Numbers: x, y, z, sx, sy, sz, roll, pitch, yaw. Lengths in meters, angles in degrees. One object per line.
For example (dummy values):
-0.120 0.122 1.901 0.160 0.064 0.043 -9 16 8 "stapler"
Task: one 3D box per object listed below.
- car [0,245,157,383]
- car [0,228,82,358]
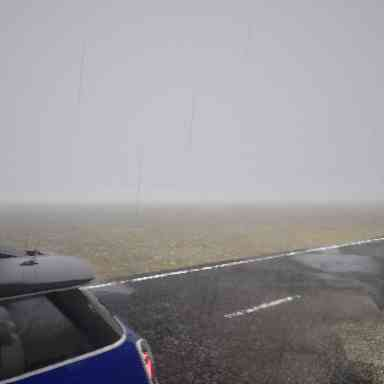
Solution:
-2.456 1.351 1.934 4.553 1.767 2.097 0 0 -35 "car"
-4.313 1.491 4.600 4.902 1.511 2.128 0 0 -35 "car"
